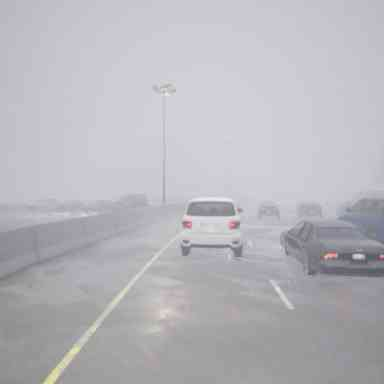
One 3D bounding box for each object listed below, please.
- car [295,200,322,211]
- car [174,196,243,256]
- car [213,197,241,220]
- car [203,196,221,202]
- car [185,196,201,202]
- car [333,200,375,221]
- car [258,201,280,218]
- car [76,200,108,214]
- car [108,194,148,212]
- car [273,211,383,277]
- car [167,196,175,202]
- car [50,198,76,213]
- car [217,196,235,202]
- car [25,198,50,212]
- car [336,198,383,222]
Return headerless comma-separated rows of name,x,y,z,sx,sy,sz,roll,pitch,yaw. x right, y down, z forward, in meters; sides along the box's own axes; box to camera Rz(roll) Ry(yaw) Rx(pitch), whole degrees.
car,10.579,1.499,30.351,1.882,1.535,5.008,0,0,12
car,0.853,1.223,13.305,2.150,2.045,5.566,0,0,6
car,3.168,1.358,29.051,2.097,1.767,4.553,0,0,11
car,4.583,1.536,75.864,2.033,1.411,5.357,0,0,27
car,0.309,1.548,75.121,1.994,1.385,4.181,0,0,25
car,13.779,1.520,28.590,2.128,1.511,4.902,0,0,12
car,6.929,1.540,30.065,1.812,1.442,4.674,0,0,12
car,-9.874,1.526,36.126,2.033,1.411,5.357,0,0,13
car,-6.434,1.208,35.390,2.150,2.045,5.566,0,0,13
car,4.069,1.556,10.239,2.033,1.411,5.357,0,0,4
car,-3.614,1.514,75.067,2.033,1.411,5.357,0,0,25
car,-13.254,1.536,36.816,1.994,1.385,4.181,0,0,13
car,7.665,1.548,74.207,2.033,1.411,5.357,0,0,27
car,-16.641,1.442,37.718,1.882,1.535,5.008,0,0,13
car,7.912,1.238,13.790,2.150,2.045,5.566,0,0,6
